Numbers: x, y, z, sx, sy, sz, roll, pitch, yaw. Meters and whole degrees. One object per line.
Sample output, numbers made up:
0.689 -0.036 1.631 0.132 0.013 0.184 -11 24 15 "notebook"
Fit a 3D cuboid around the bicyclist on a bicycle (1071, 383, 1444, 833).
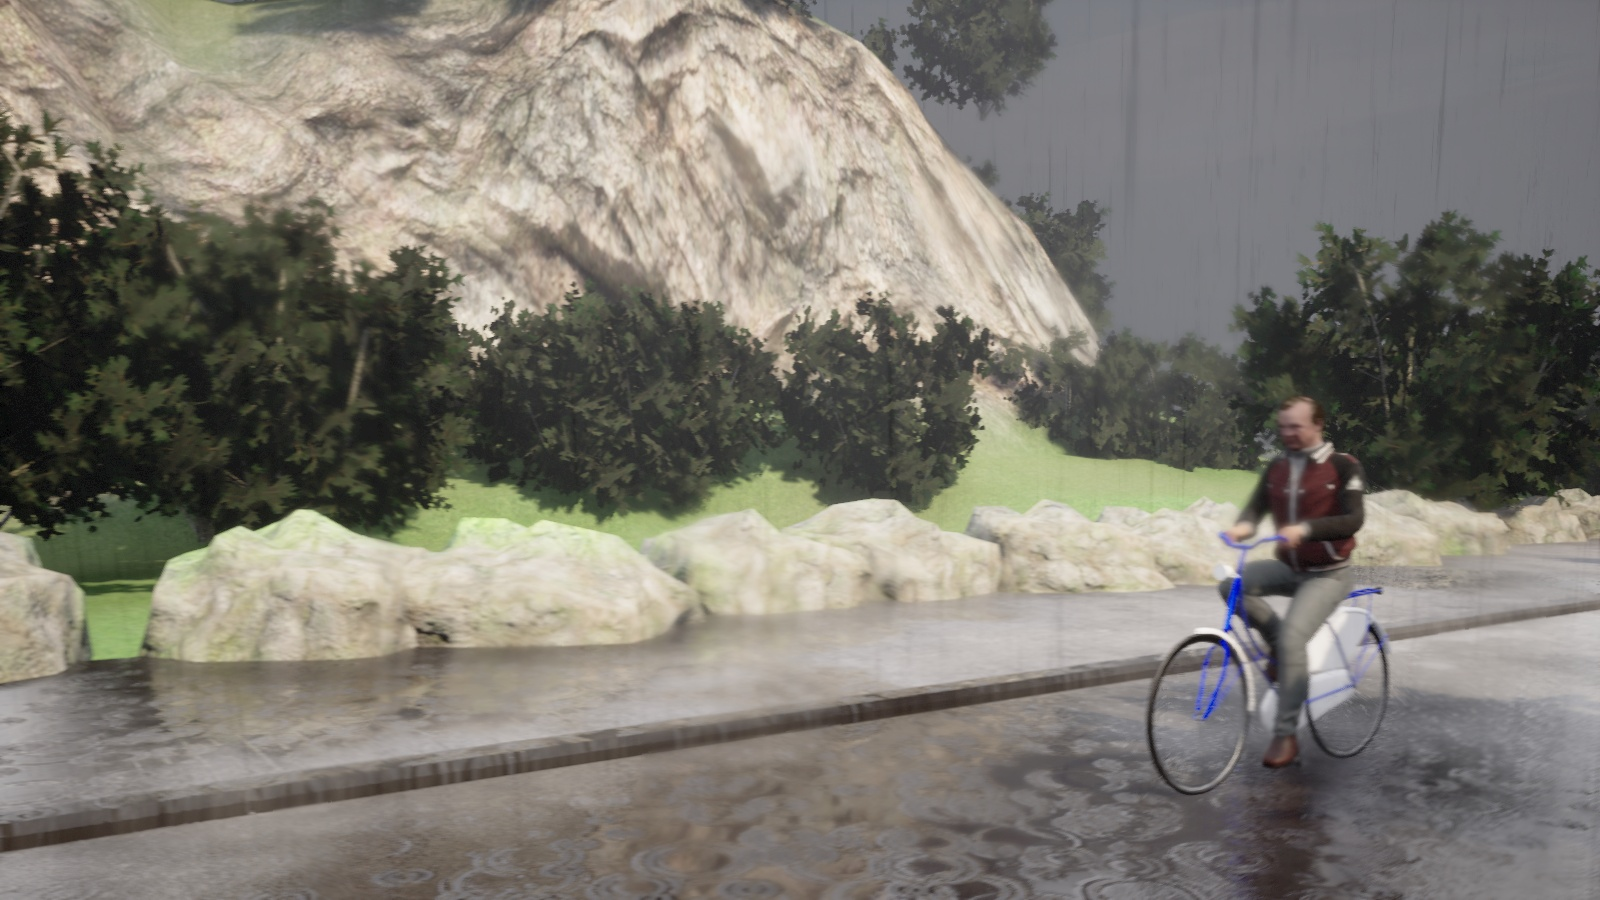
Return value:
2.133 0.625 5.753 1.843 1.776 0.659 0 0 -35 "bicyclist on a bicycle"
